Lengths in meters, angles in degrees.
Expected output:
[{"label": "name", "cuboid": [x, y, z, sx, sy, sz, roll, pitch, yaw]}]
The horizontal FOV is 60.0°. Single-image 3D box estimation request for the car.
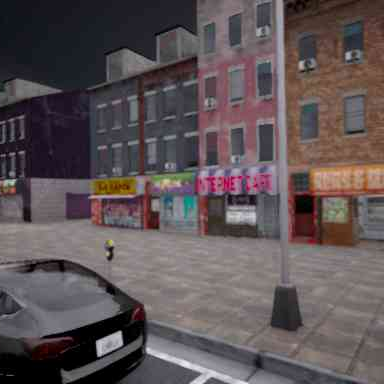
[{"label": "car", "cuboid": [-2.537, 1.614, 4.628, 4.313, 1.339, 1.947, -1, -1, 36]}]
